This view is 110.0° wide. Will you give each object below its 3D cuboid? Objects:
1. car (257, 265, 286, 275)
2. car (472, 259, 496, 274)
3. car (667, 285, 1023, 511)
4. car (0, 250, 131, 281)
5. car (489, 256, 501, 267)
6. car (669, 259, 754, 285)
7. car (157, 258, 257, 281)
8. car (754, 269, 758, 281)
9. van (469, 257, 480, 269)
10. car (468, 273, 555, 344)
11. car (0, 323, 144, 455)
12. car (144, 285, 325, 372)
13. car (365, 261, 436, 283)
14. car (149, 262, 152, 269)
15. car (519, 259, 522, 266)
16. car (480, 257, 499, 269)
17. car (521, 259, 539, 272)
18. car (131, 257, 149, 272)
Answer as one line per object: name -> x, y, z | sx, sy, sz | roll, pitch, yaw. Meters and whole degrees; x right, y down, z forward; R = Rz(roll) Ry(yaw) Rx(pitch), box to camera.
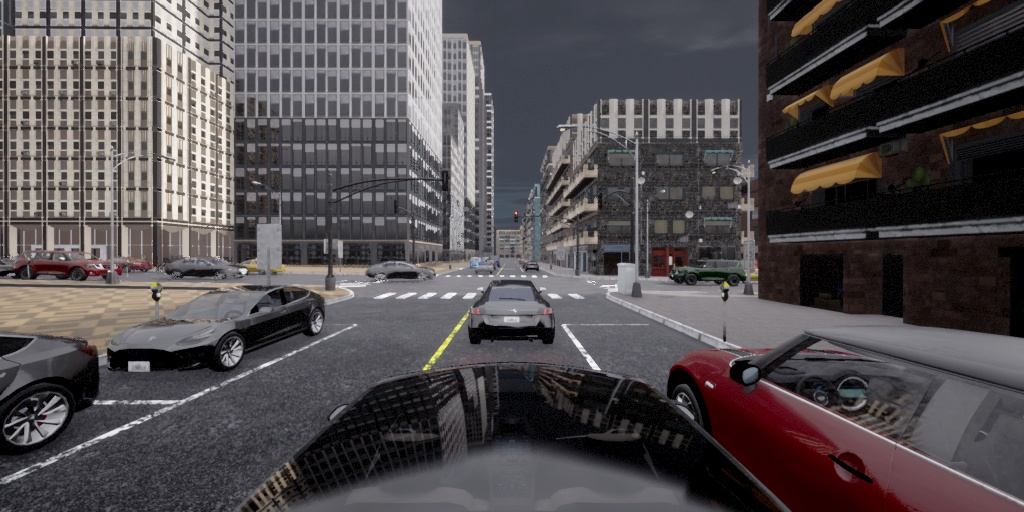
car -> -22.105, 0.880, 30.715 | 4.829, 1.417, 1.751 | 0, 0, -1
car -> -3.186, 1.353, 41.898 | 1.895, 1.301, 4.718 | 0, 0, 0
car -> 2.693, 1.190, 2.427 | 1.967, 1.591, 4.097 | 0, 0, 0
car -> -27.428, 0.590, 22.173 | 5.009, 1.841, 2.192 | 0, 0, -1
car -> -3.199, 0.977, 62.855 | 2.150, 2.045, 5.566 | 0, 0, 0
car -> 15.524, 1.289, 28.542 | 5.566, 2.045, 2.150 | 1, 0, -1
car -> -21.047, 0.880, 24.849 | 4.902, 1.511, 2.128 | 1, 0, -1
car -> 21.303, 1.697, 31.215 | 4.829, 1.417, 1.751 | 0, 0, -1
van -> -5.810, 1.096, 57.264 | 1.690, 1.789, 3.998 | 0, 0, 0
car -> -0.013, 1.313, 9.583 | 1.994, 1.385, 4.181 | 0, 0, 0
car -> -5.688, 1.316, 2.407 | 1.948, 1.339, 4.313 | 0, 0, 0
car -> -5.700, 1.315, 7.653 | 1.948, 1.339, 4.313 | 0, 0, 0
car -> -8.050, 1.120, 26.069 | 4.902, 1.511, 2.128 | 1, 0, -16
car -> -27.550, 0.815, 30.554 | 4.313, 1.339, 1.948 | 0, 0, -1
car -> 2.570, 1.301, 57.284 | 1.888, 1.381, 4.507 | 0, 0, 0
car -> -3.204, 1.259, 51.888 | 1.837, 1.490, 4.892 | 0, 0, 0
car -> 2.593, 1.319, 47.317 | 1.948, 1.339, 4.313 | 0, 0, 0
car -> -33.168, 0.726, 30.478 | 4.207, 1.307, 1.802 | 0, 0, -1
